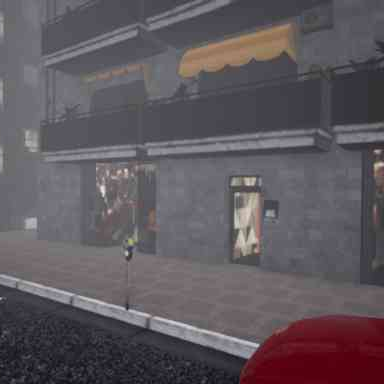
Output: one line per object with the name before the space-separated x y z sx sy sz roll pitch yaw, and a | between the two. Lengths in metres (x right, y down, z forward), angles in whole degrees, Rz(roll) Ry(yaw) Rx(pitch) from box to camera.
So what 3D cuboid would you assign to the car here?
car | 2.479 1.317 1.169 5.009 1.841 2.192 0 1 34
